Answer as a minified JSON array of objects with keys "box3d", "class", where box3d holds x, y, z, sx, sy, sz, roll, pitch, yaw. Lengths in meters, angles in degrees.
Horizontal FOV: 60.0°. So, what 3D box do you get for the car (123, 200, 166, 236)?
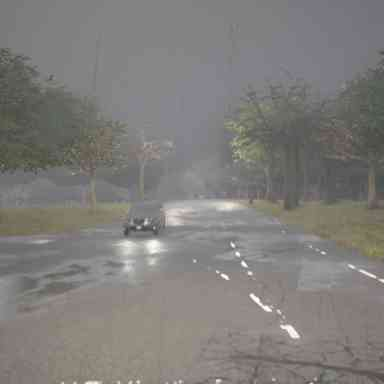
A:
[{"box3d":[-3.039,1.656,22.321,2.150,2.045,5.566,-2,1,2],"class":"car"}]
